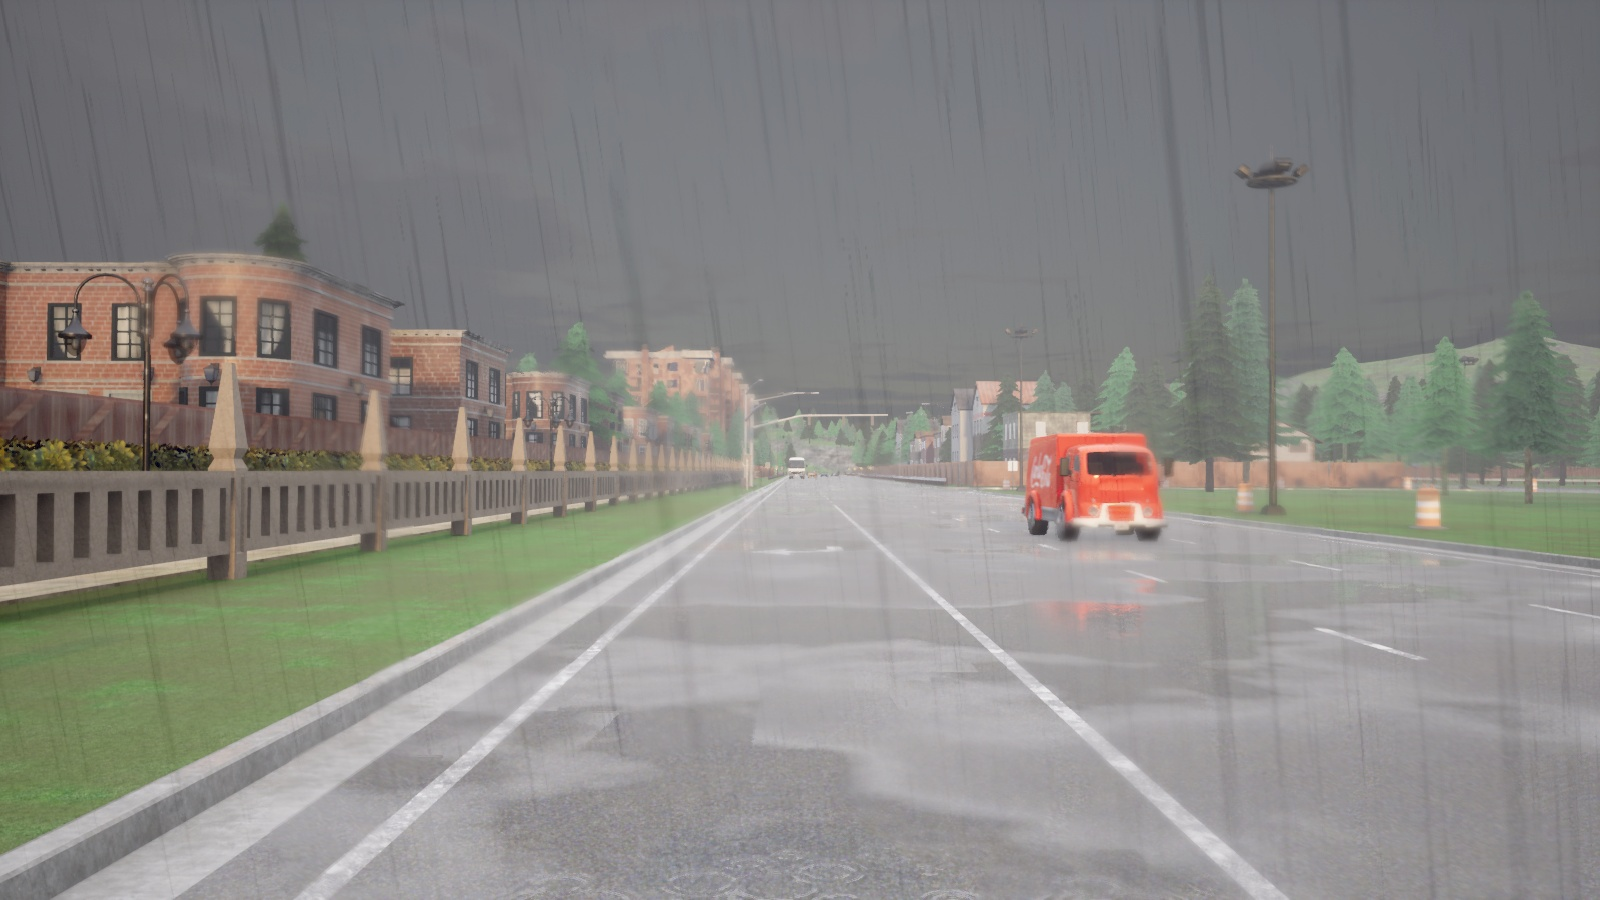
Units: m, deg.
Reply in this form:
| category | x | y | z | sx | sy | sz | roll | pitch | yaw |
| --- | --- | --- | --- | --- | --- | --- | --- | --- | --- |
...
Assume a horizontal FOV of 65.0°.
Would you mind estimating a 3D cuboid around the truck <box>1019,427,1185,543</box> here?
| category | x | y | z | sx | sy | sz | roll | pitch | yaw |
| --- | --- | --- | --- | --- | --- | --- | --- | --- | --- |
| truck | 6.928 | 0.795 | 29.550 | 2.627 | 2.467 | 5.204 | 0 | -1 | 0 |
